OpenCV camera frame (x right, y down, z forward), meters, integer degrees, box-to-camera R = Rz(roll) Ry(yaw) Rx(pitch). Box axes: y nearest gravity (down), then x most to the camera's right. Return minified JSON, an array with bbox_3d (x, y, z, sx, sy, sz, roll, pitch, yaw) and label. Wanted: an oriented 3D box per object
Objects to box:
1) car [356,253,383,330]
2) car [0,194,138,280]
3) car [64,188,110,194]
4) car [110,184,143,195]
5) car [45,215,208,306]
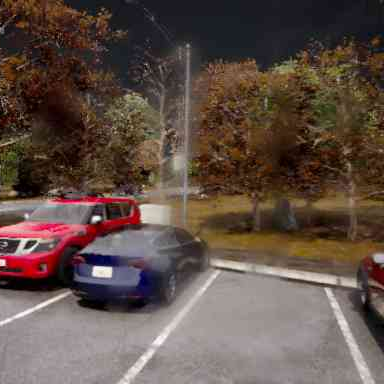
[{"bbox_3d":[3.822,1.362,4.670,2.185,1.767,4.553,0,-1,15],"label":"car"},{"bbox_3d":[-3.364,1.194,9.799,2.435,2.045,5.566,1,0,16],"label":"car"},{"bbox_3d":[-11.362,0.314,34.283,2.128,1.511,4.902,2,4,37],"label":"car"},{"bbox_3d":[-8.623,-0.297,43.582,1.837,1.490,4.892,2,5,37],"label":"car"},{"bbox_3d":[-0.962,1.489,8.145,2.163,1.488,4.792,0,-1,16],"label":"car"}]
